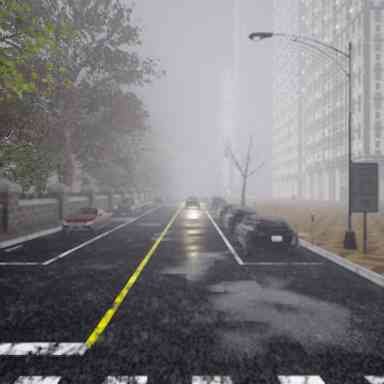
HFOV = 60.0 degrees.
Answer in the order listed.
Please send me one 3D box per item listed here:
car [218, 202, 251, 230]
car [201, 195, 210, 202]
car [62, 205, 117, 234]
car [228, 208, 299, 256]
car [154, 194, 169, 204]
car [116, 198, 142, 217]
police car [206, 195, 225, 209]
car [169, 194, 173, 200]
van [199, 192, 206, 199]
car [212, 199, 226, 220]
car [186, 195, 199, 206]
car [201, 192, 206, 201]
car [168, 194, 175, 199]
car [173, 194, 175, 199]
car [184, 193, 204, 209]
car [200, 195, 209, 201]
[{"bbox_3d":[2.709,1.475,18.284,1.947,1.339,4.313,0,0,0],"label":"car"},{"bbox_3d":[2.756,1.276,68.975,1.802,1.307,4.206,0,0,0],"label":"car"},{"bbox_3d":[-5.671,1.491,18.292,1.802,1.307,4.206,0,0,0],"label":"car"},{"bbox_3d":[2.704,1.502,12.651,1.947,1.339,4.313,0,0,0],"label":"car"},{"bbox_3d":[-5.635,1.283,57.717,1.887,1.381,4.507,0,0,0],"label":"car"},{"bbox_3d":[-5.660,1.297,29.556,1.967,1.590,4.097,0,0,0],"label":"car"},{"bbox_3d":[3.173,1.230,41.072,1.930,1.638,5.238,0,0,0],"label":"police car"},{"bbox_3d":[-5.624,1.240,68.982,1.887,1.381,4.507,0,0,0],"label":"car"},{"bbox_3d":[2.772,0.977,85.871,1.690,1.788,3.998,0,0,0],"label":"van"},{"bbox_3d":[2.714,1.448,23.917,1.947,1.339,4.313,0,0,0],"label":"car"},{"bbox_3d":[0.047,1.269,51.191,1.837,1.490,4.892,0,0,0],"label":"car"},{"bbox_3d":[2.751,1.267,63.342,2.008,1.369,4.403,0,0,0],"label":"car"},{"bbox_3d":[-5.604,1.145,91.341,1.752,1.417,4.829,0,0,0],"label":"car"},{"bbox_3d":[-5.614,1.199,80.246,1.887,1.381,4.507,0,0,0],"label":"car"},{"bbox_3d":[0.085,1.293,42.174,2.128,1.511,4.902,0,0,0],"label":"car"},{"bbox_3d":[2.761,1.256,74.607,1.802,1.307,4.206,0,0,0],"label":"car"}]
